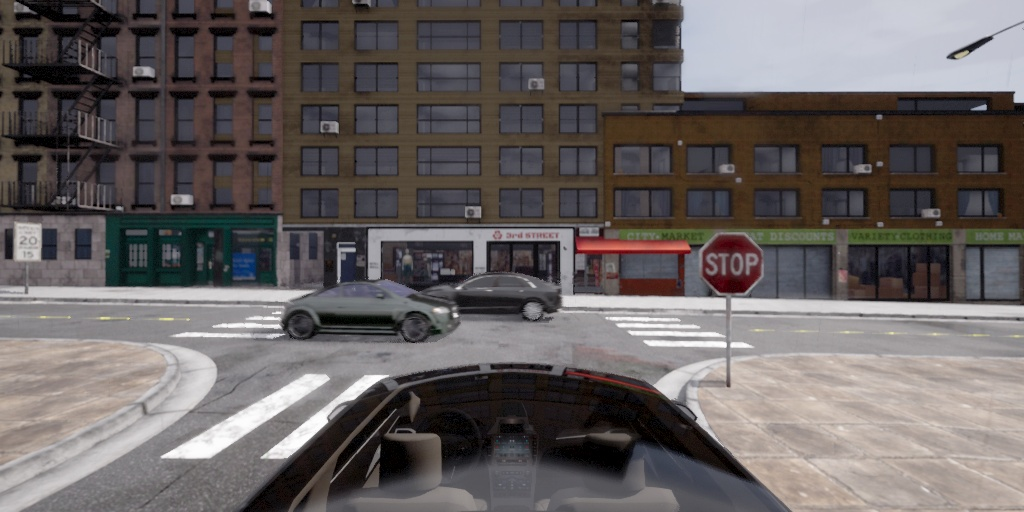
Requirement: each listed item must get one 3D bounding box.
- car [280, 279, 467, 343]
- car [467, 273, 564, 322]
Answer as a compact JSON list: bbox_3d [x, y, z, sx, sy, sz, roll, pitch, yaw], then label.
[{"bbox_3d":[-3.448,1.298,9.161,4.181,1.385,1.994,1,0,0],"label":"car"},{"bbox_3d":[-0.722,1.308,12.102,4.892,1.490,1.837,1,0,0],"label":"car"}]
